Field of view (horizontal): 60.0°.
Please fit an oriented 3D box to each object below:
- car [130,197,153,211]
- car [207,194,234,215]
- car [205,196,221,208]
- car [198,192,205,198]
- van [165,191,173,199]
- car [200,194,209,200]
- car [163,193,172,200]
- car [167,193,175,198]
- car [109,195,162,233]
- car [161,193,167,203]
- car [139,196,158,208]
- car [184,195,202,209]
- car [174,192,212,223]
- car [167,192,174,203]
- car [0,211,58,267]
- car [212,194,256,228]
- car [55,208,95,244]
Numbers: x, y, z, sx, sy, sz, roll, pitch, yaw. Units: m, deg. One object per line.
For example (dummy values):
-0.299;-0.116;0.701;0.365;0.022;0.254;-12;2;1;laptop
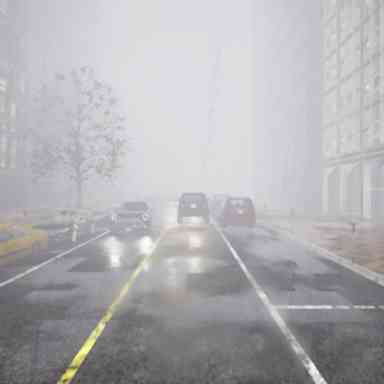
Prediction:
-5.689;1.306;37.909;2.008;1.369;4.403;0;0;0;car
2.693;1.108;32.203;2.192;1.841;5.009;0;0;0;car
2.692;1.240;43.758;1.752;1.417;4.829;0;0;0;car
2.691;0.784;94.814;1.967;1.590;4.097;0;0;0;car
-5.689;0.770;83.444;1.690;1.788;3.998;0;0;0;van
2.691;1.079;72.049;1.947;1.339;4.313;0;0;0;car
-5.690;1.016;77.753;1.887;1.381;4.507;0;0;0;car
-5.690;0.969;89.138;1.802;1.307;4.206;0;0;0;car
-3.100;1.235;18.476;2.097;1.767;4.553;0;0;0;car
-5.689;1.218;54.984;1.802;1.307;4.206;0;0;0;car
-5.689;1.282;43.601;1.947;1.339;4.313;0;0;0;car
0.098;1.221;41.590;2.128;1.511;4.902;0;0;0;car
0.099;1.062;23.886;2.150;2.045;5.566;0;-1;0;car
-3.052;1.169;59.229;1.994;1.385;4.181;0;0;1;car
-5.688;1.467;9.276;1.752;1.417;4.829;0;0;0;car
2.694;1.183;20.819;2.192;1.841;5.009;0;0;0;car
-5.688;1.455;15.140;2.008;1.369;4.403;0;0;0;car
